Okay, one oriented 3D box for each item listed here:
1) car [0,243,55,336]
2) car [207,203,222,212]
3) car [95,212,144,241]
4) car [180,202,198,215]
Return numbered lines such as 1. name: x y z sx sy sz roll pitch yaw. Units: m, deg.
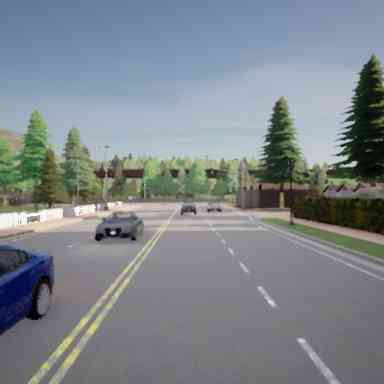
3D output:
1. car: -3.667 1.536 4.728 1.882 1.535 5.008 0 -1 -1
2. car: 3.030 2.144 46.170 1.895 1.301 4.718 0 -1 -1
3. car: -3.766 1.776 17.798 1.994 1.385 4.181 0 -1 0
4. car: -0.399 2.011 41.121 1.812 1.442 4.674 0 -1 -1
